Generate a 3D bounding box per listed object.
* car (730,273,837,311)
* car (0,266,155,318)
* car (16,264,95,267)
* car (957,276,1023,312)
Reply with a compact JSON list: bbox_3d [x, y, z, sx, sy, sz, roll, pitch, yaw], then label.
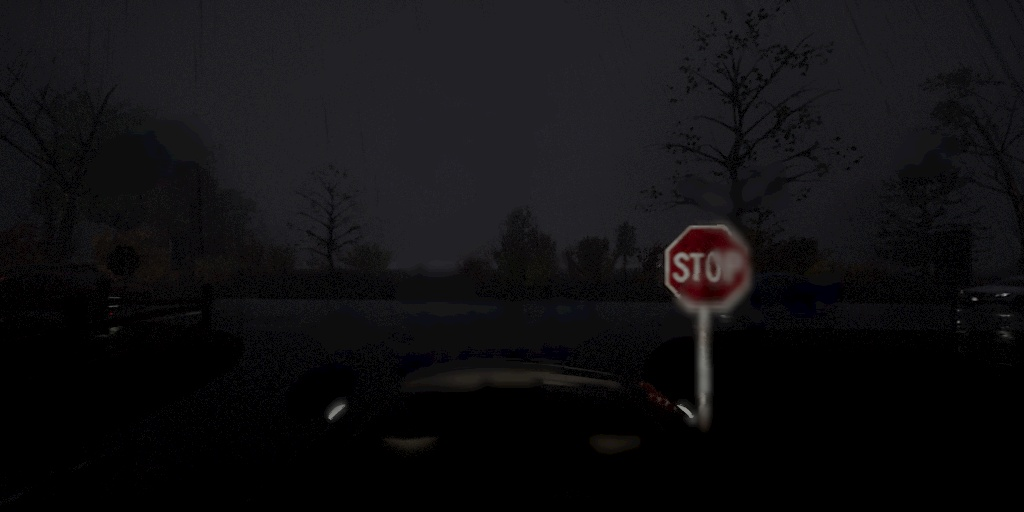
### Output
[{"bbox_3d":[11.095,1.480,15.578,5.008,1.535,1.882,0,0,0],"label":"car"},{"bbox_3d":[-15.688,1.270,12.726,5.008,1.535,1.882,0,0,0],"label":"car"},{"bbox_3d":[-20.568,1.122,15.674,4.553,1.767,2.097,0,0,0],"label":"car"},{"bbox_3d":[22.379,1.607,15.540,4.674,1.442,1.812,1,0,0],"label":"car"}]
